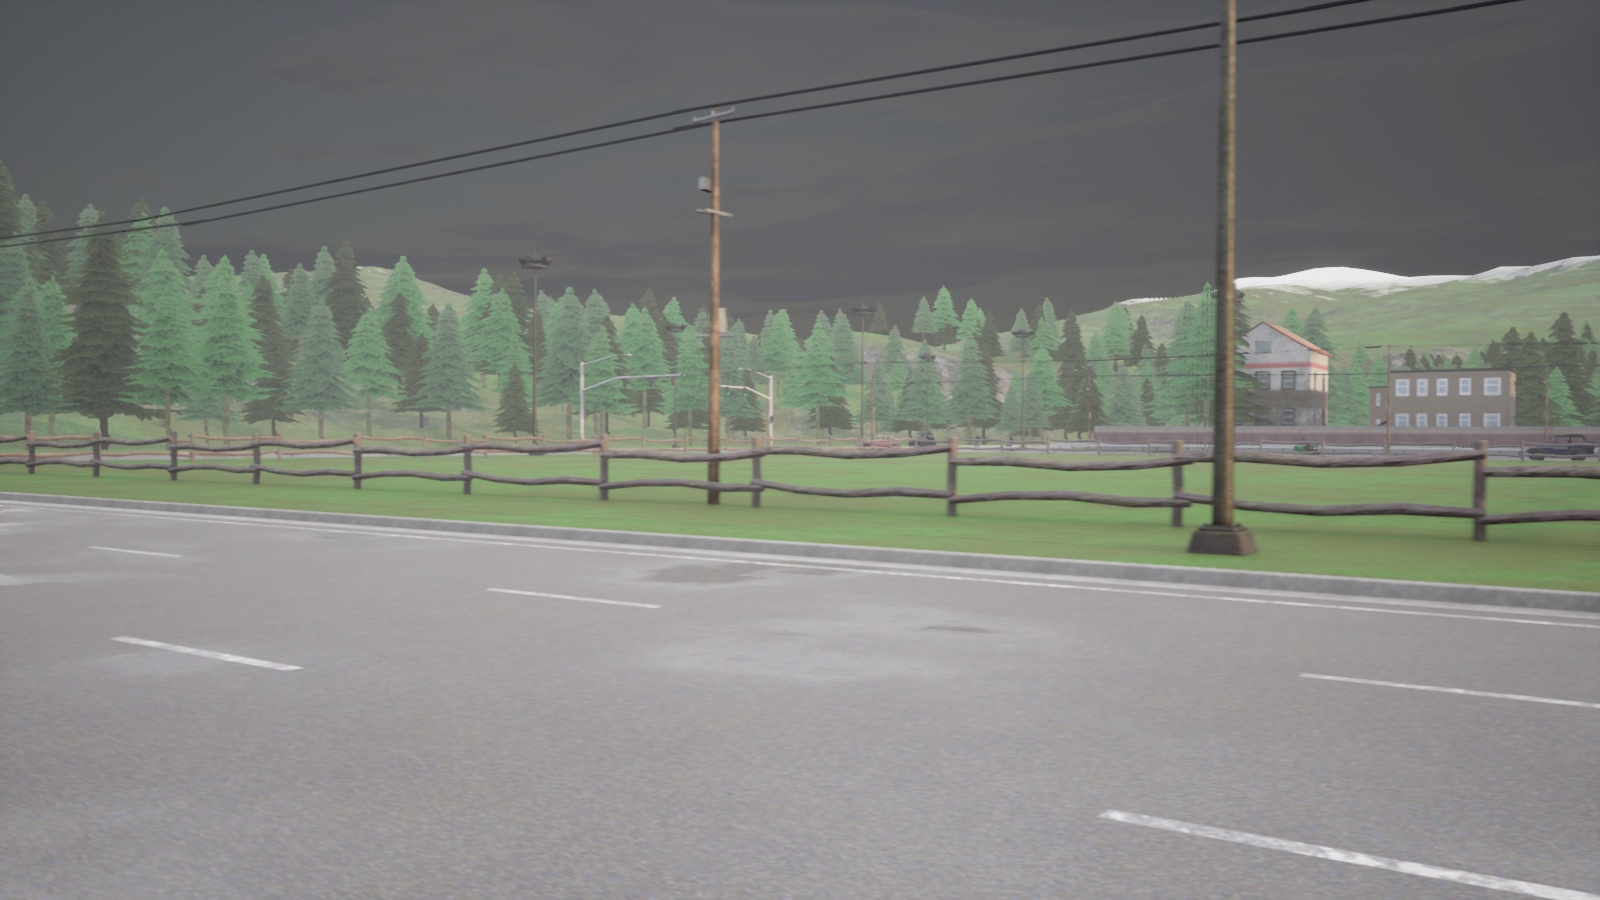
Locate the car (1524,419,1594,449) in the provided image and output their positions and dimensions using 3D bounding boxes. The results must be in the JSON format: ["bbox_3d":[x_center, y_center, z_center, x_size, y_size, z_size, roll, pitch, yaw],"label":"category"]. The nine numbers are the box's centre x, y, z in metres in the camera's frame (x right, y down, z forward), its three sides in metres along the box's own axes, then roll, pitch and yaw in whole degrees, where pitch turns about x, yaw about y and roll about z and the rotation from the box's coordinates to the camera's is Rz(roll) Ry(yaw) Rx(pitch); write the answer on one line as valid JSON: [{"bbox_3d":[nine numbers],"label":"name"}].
[{"bbox_3d":[49.810,-1.037,82.428,3.866,1.878,1.905,0,1,34],"label":"car"}]
